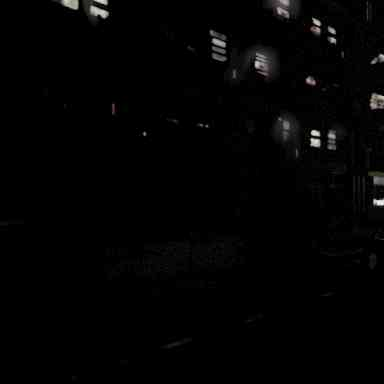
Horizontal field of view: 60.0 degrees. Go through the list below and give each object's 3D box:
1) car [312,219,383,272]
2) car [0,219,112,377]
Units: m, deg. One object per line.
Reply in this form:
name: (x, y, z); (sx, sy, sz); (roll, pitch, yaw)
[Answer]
car: (5.669, 1.579, 10.803); (4.403, 1.369, 2.008); (0, 0, -36)
car: (-3.481, 1.337, 4.035); (5.009, 1.841, 2.192); (0, 0, -36)
